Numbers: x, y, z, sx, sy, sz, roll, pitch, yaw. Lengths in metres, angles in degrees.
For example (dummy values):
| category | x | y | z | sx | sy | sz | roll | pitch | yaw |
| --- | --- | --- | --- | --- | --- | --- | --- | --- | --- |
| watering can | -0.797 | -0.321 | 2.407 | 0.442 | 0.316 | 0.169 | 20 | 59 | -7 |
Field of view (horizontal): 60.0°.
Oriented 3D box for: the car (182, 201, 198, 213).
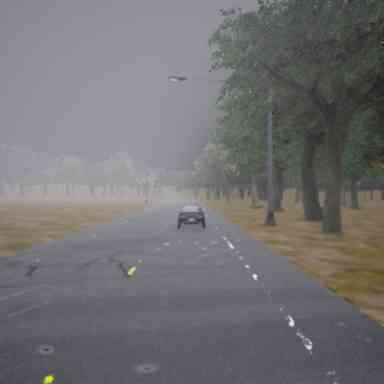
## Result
| category | x | y | z | sx | sy | sz | roll | pitch | yaw |
| --- | --- | --- | --- | --- | --- | --- | --- | --- | --- |
| car | -0.280 | 1.836 | 42.000 | 1.895 | 1.301 | 4.718 | 0 | 0 | -1 |

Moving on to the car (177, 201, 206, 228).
| category | x | y | z | sx | sy | sz | roll | pitch | yaw |
| --- | --- | --- | --- | --- | --- | --- | --- | --- | --- |
| car | -0.045 | 1.629 | 23.777 | 1.882 | 1.535 | 5.008 | 0 | 0 | 0 |
